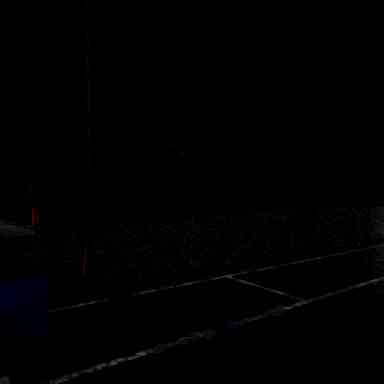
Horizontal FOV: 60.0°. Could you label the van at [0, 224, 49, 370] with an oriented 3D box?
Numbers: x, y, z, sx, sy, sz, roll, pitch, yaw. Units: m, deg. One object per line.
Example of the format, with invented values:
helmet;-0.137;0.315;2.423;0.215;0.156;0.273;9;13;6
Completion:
van;-3.831;1.341;3.928;3.998;1.788;1.690;0;-1;-36
